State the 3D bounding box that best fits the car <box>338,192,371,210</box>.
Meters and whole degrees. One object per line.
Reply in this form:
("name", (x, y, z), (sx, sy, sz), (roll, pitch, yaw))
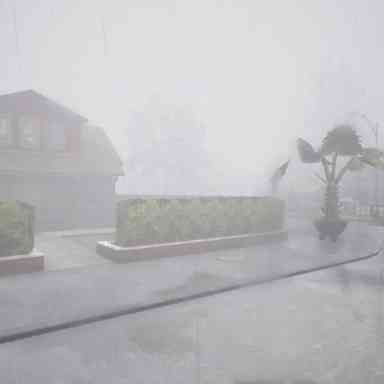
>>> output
("car", (17.391, 0.985, 36.217), (3.866, 1.878, 1.905), (0, 0, 0))
